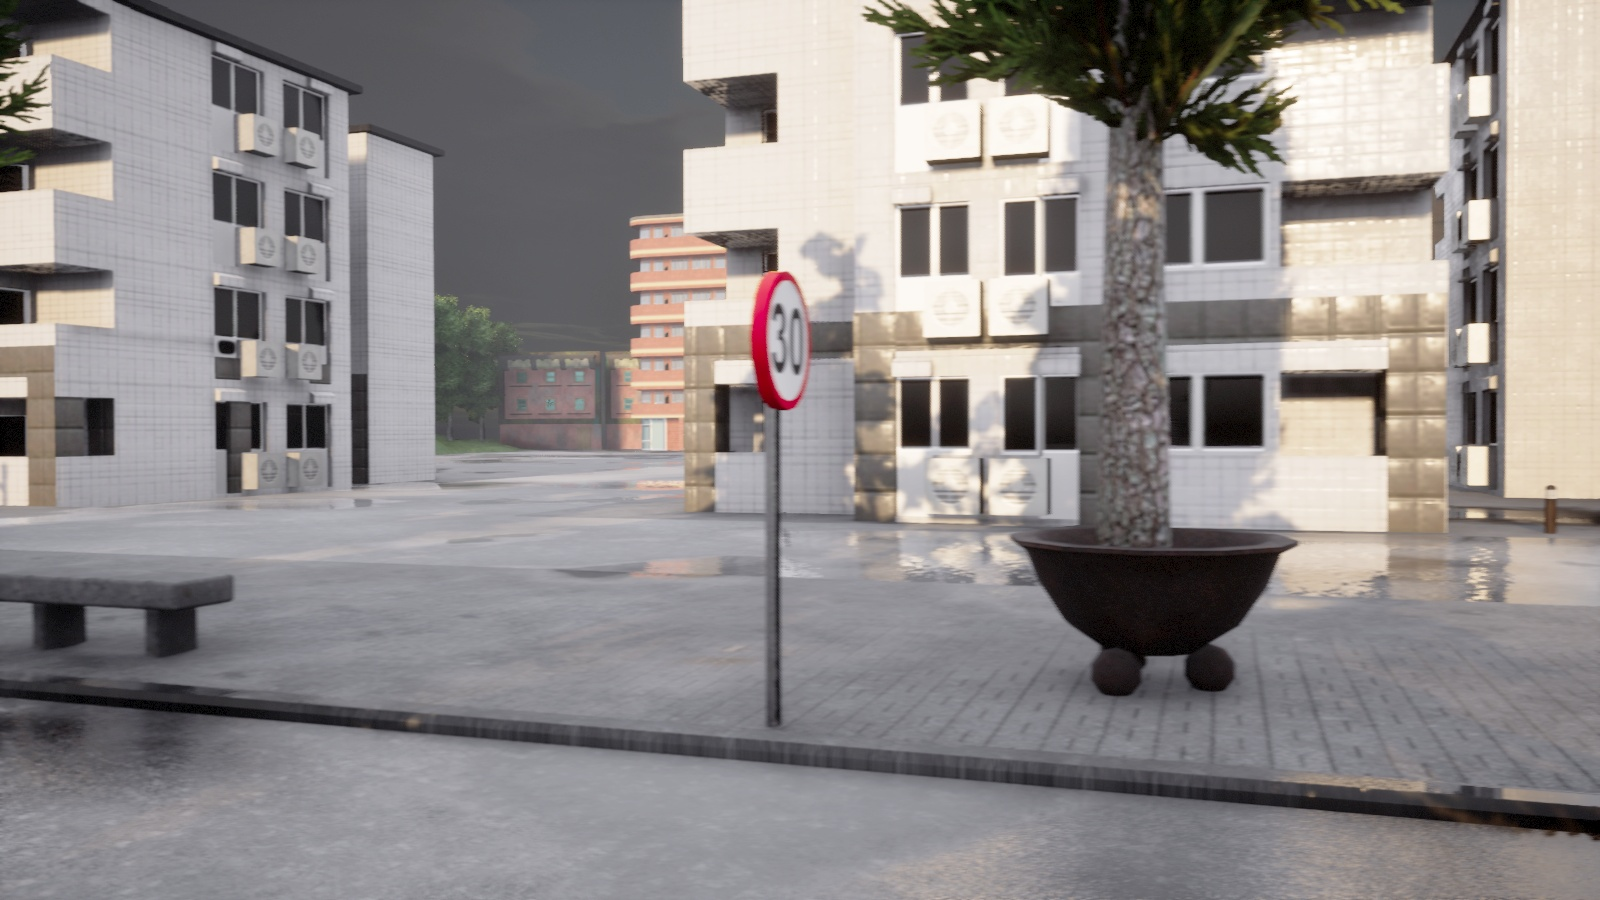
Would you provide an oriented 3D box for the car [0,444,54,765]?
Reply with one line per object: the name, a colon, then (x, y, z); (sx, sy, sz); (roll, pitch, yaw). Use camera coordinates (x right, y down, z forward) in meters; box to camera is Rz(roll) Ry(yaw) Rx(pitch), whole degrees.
car: (-6.234, 0.710, 5.818); (4.792, 1.488, 2.163); (1, 1, 19)
